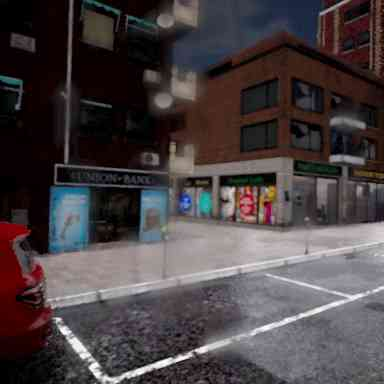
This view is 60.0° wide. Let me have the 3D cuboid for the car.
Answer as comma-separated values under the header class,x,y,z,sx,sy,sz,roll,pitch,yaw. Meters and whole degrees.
class,x,y,z,sx,sy,sz,roll,pitch,yaw
car,-4.019,1.312,3.197,5.009,1.841,2.192,0,2,-35
